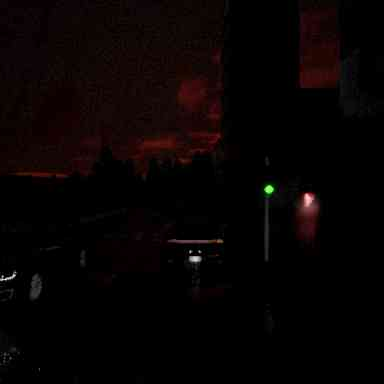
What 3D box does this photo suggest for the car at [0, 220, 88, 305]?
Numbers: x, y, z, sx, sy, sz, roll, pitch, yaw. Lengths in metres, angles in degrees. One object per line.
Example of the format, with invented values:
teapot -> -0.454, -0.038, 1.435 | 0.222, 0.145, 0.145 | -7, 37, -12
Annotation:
car -> -4.037, 1.504, 8.175 | 1.837, 1.490, 4.892 | 0, 0, 1

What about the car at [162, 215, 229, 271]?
car -> 0.143, 1.488, 10.889 | 2.128, 1.511, 4.902 | 0, 0, 1
